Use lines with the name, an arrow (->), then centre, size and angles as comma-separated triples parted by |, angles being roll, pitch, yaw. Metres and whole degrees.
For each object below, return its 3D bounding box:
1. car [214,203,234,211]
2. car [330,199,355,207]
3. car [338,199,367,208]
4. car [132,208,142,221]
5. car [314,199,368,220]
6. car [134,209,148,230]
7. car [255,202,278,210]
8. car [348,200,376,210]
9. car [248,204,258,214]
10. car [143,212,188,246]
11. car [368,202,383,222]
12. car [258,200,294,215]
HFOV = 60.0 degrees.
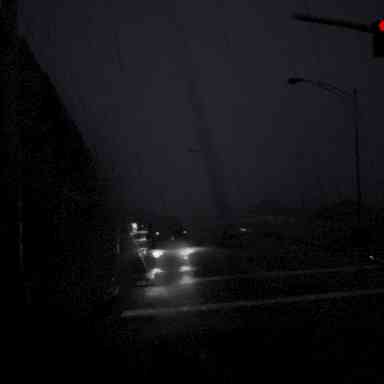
car -> 6.230, 2.909, 64.366 | 3.633, 1.501, 1.845 | -1, -1, -13
car -> 31.624, 2.338, 70.076 | 4.514, 1.523, 2.007 | -1, -1, -13
car -> 32.359, 2.232, 67.028 | 5.027, 1.636, 2.152 | -1, -1, -13
car -> -5.940, 2.708, 38.792 | 1.837, 1.490, 4.892 | -1, -2, -12
car -> 13.975, 1.641, 30.991 | 5.027, 1.636, 2.152 | -1, -1, -13
car -> -3.664, 2.448, 28.538 | 1.994, 1.385, 4.181 | -1, -1, -13
car -> 14.120, 2.676, 63.083 | 3.806, 1.475, 1.970 | -1, -1, -13
car -> 27.459, 2.020, 53.793 | 3.633, 1.501, 1.845 | -1, -1, -13
car -> 10.145, 2.071, 46.216 | 4.605, 1.855, 1.932 | -1, -1, -13
car -> -1.486, 2.108, 18.866 | 1.812, 1.442, 4.674 | -1, -1, -13
car -> 15.694, 1.518, 24.800 | 3.806, 1.475, 1.970 | -1, -1, -13
car -> 11.181, 1.954, 43.473 | 3.866, 1.878, 1.905 | -1, -1, -13
